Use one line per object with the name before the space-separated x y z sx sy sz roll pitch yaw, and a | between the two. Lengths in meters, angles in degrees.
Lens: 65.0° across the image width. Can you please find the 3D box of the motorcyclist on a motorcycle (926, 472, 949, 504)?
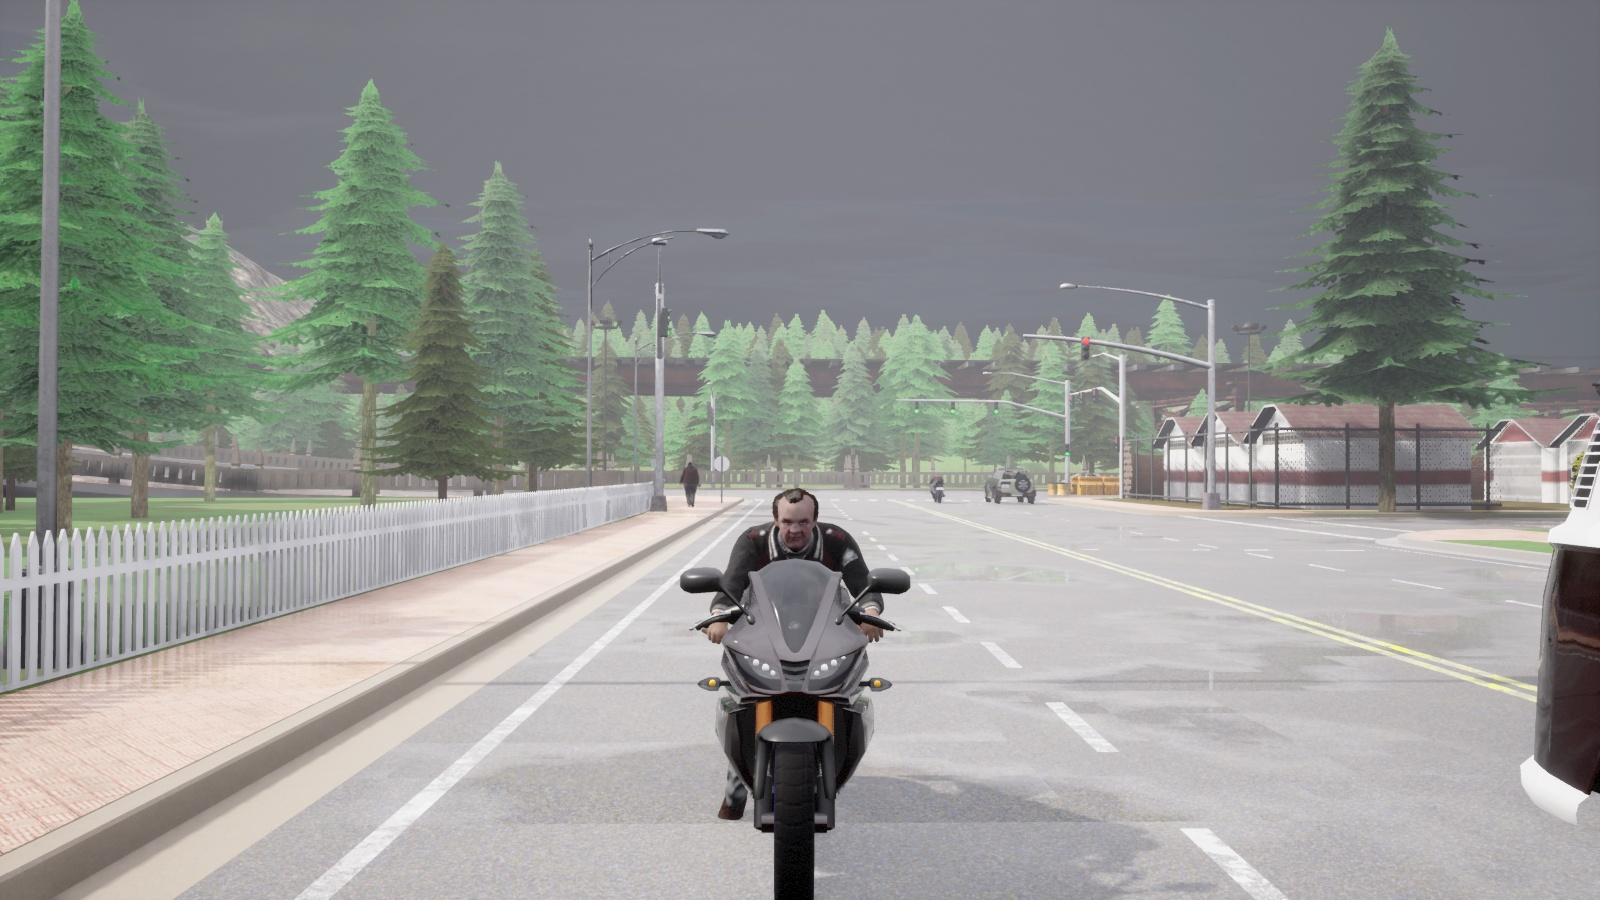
motorcyclist on a motorcycle | 6.846 1.870 62.554 0.866 1.530 2.191 0 -1 0

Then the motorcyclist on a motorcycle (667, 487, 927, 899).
motorcyclist on a motorcycle | -0.013 0.939 5.313 0.866 1.530 2.191 0 -1 0

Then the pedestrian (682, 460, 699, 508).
pedestrian | -4.187 1.295 48.036 0.634 1.844 0.899 0 -1 -6

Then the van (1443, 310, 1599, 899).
van | 3.490 0.566 2.510 2.069 2.038 4.480 0 -1 0

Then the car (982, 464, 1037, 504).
car | 10.345 1.636 62.201 1.932 1.855 4.605 0 0 0
